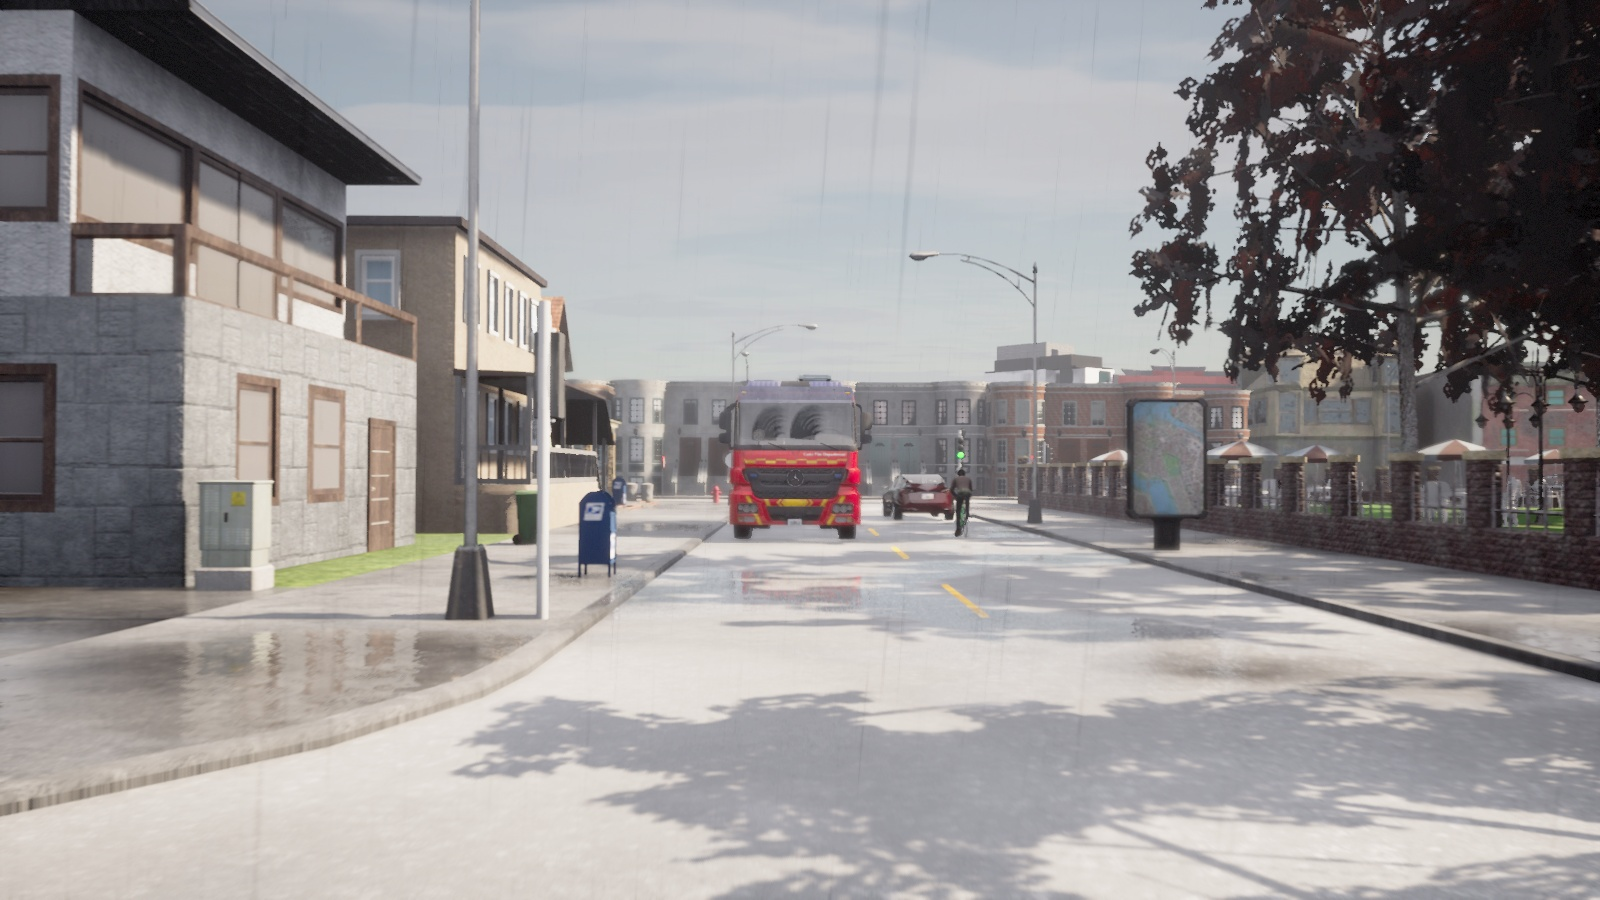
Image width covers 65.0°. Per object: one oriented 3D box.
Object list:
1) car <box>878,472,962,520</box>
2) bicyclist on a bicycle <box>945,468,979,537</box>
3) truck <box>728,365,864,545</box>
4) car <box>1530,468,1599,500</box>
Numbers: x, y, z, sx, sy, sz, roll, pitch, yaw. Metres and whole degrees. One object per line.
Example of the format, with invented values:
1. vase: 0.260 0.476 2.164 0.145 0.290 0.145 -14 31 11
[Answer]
1. car: 3.928 1.504 41.981 2.163 1.488 4.792 0 -1 -2
2. bicyclist on a bicycle: 3.913 1.262 30.383 0.582 1.620 1.656 0 -1 0
3. truck: -0.104 0.171 30.993 2.891 3.827 8.468 0 -1 0
4. car: 39.182 1.699 63.301 3.705 1.549 1.789 0 -1 0
